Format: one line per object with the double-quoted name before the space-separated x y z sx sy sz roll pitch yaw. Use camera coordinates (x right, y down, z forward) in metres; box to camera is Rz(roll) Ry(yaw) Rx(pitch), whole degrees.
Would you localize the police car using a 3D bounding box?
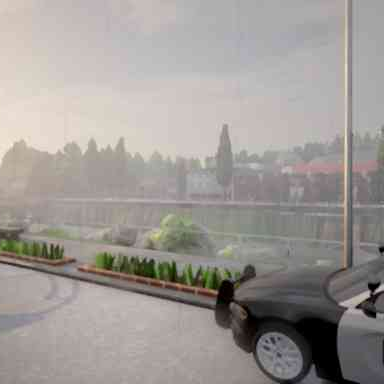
"police car" 2.757 1.390 3.833 5.238 1.638 1.930 0 4 32
